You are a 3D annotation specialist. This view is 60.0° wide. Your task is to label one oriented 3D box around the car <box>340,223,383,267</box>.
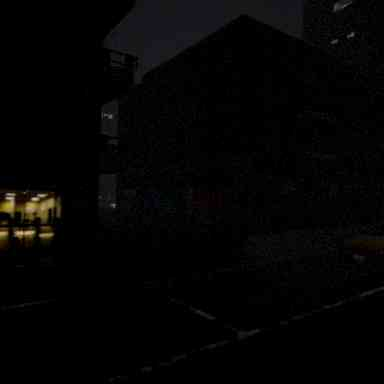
[{"bbox_3d":[6.717,1.563,10.865,4.829,1.417,1.752,0,2,-35],"label":"car"}]
